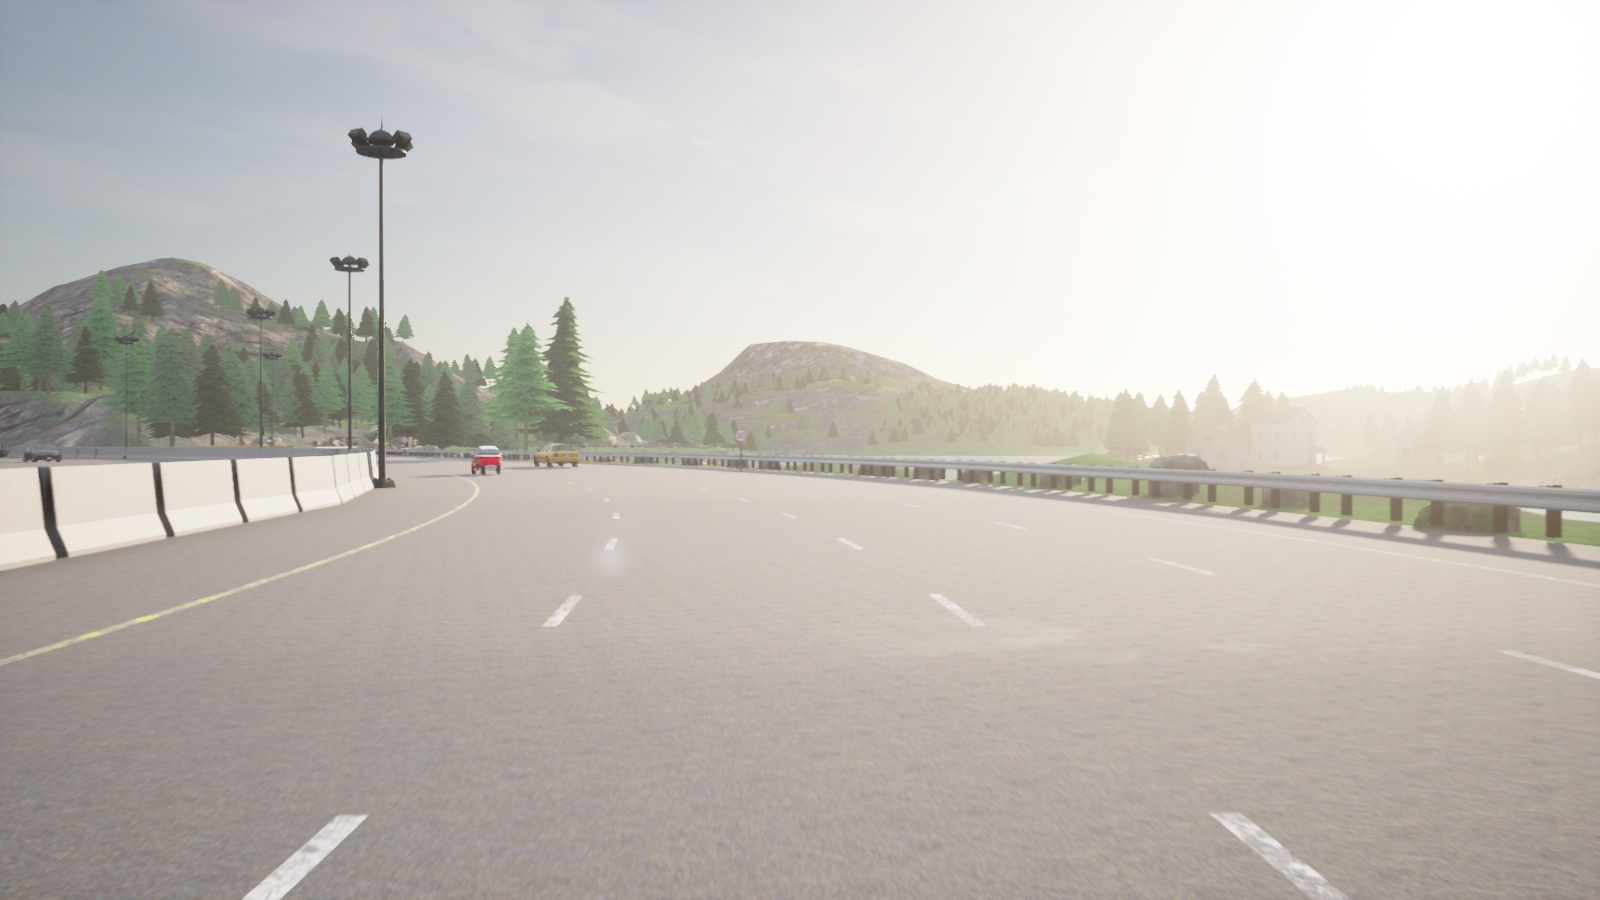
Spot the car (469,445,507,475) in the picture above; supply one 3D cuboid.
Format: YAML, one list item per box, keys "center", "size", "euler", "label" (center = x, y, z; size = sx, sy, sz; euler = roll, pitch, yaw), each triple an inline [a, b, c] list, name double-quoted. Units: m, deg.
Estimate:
- center: [-14.996, 0.453, 60.239]
  size: [1.481, 1.376, 2.207]
  euler: [0, 1, -22]
  label: "car"

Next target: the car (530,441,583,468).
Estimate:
- center: [-15.096, 0.240, 77.557]
  size: [1.801, 1.575, 5.366]
  euler: [0, 0, -27]
  label: "car"
